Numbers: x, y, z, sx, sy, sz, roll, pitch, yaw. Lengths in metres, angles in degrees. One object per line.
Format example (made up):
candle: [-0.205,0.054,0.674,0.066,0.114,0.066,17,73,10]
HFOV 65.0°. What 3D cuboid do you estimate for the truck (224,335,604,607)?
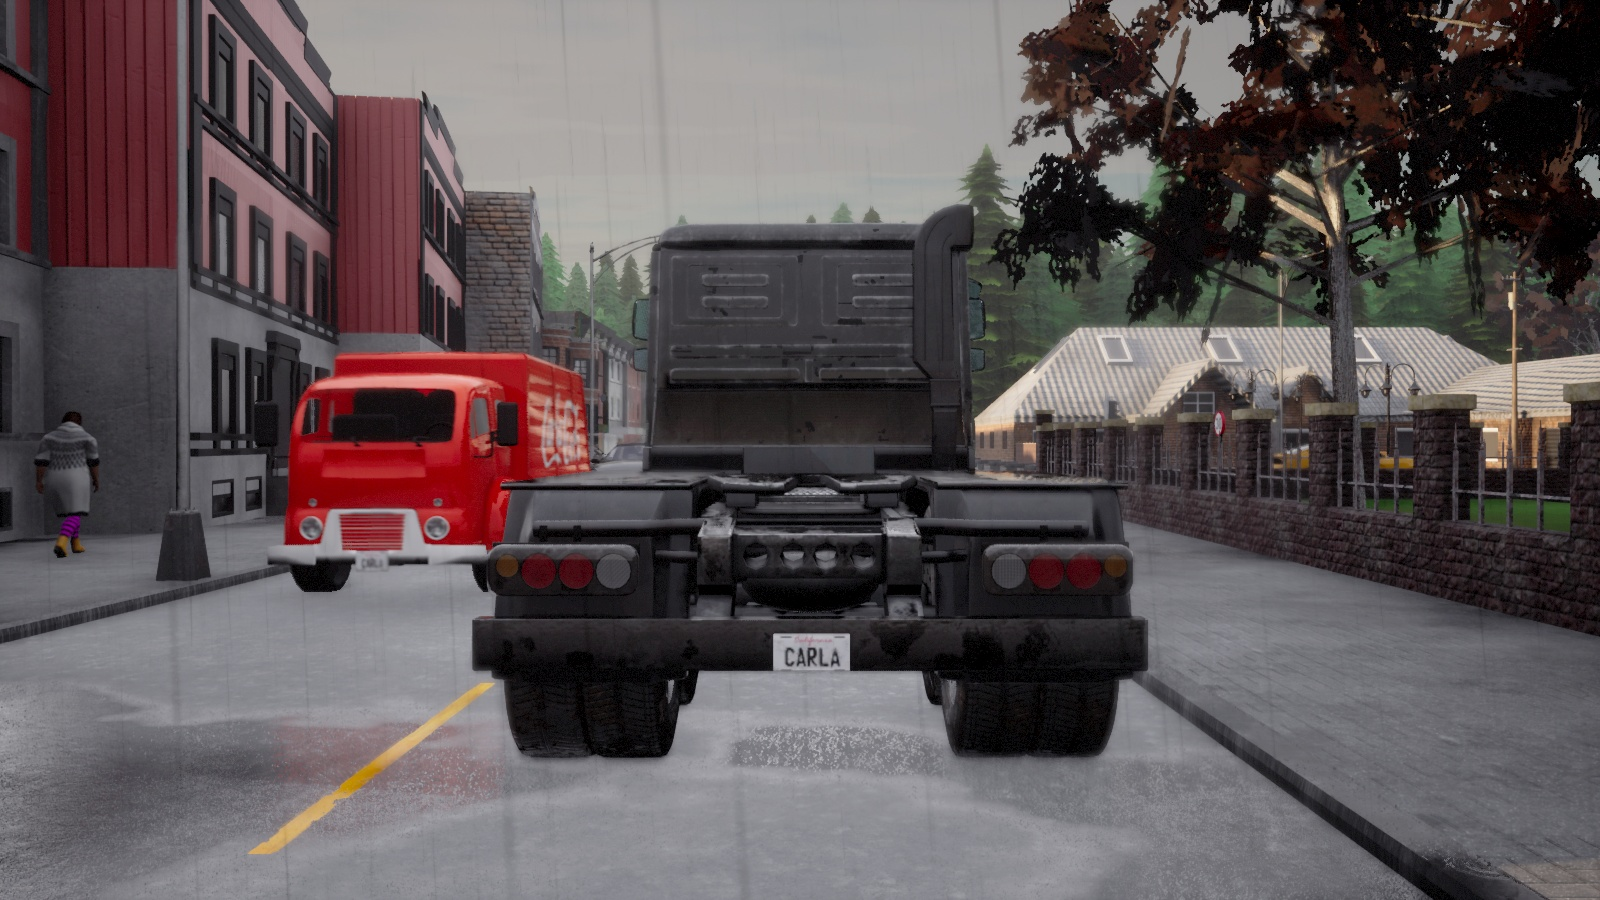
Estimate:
truck: [-3.912,0.177,14.013,2.627,2.467,5.204,0,0,0]

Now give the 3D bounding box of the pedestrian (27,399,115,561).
pedestrian: [-9.092,0.360,15.682,0.659,1.952,0.873,0,0,-8]

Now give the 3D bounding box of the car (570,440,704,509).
car: [-3.797,0.529,30.145,2.128,1.511,4.902,0,0,6]

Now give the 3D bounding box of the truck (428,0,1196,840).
truck: [0.065,-0.284,8.702,2.891,3.462,7.936,0,0,0]

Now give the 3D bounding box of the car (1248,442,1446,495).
car: [16.047,0.528,36.972,5.008,1.535,1.882,0,0,-1]

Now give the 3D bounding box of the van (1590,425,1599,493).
van: [26.112,0.282,36.942,4.480,2.038,2.069,0,0,-1]
